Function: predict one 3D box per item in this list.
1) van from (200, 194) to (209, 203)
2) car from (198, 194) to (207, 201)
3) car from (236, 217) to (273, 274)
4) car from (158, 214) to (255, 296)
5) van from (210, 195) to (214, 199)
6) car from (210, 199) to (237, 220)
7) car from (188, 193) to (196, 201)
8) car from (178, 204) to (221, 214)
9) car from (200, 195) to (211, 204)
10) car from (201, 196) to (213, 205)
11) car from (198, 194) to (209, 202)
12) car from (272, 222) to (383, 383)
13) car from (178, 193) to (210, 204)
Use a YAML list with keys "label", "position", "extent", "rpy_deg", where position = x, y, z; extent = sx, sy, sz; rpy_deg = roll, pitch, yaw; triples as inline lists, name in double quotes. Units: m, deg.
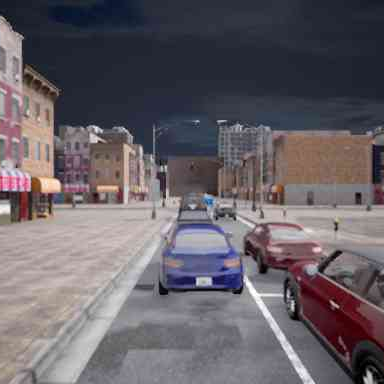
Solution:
- label: "van"
  position: [2.643, 1.405, 70.733]
  extent: [1.690, 1.788, 3.998]
  rpy_deg: [0, 0, 0]
- label: "car"
  position: [2.645, 1.414, 87.160]
  extent: [2.192, 1.841, 5.009]
  rpy_deg: [0, 0, 0]
- label: "car"
  position: [2.638, 1.574, 10.267]
  extent: [1.802, 1.307, 4.206]
  rpy_deg: [0, 0, 0]
- label: "car"
  position: [0.138, 1.519, 8.559]
  extent: [1.812, 1.442, 4.674]
  rpy_deg: [0, 0, -2]
- label: "van"
  position: [2.642, 1.376, 54.307]
  extent: [1.690, 1.788, 3.998]
  rpy_deg: [0, 0, 0]
- label: "car"
  position: [2.639, 1.549, 27.304]
  extent: [2.008, 1.369, 4.403]
  rpy_deg: [0, 0, 0]
- label: "car"
  position: [0.010, 1.310, 84.375]
  extent: [2.150, 2.045, 5.566]
  rpy_deg: [0, 0, 0]
- label: "car"
  position: [0.093, 1.539, 16.535]
  extent: [2.033, 1.411, 5.357]
  rpy_deg: [0, 0, 0]
- label: "car"
  position: [2.643, 1.494, 65.258]
  extent: [1.967, 1.590, 4.097]
  rpy_deg: [0, 0, 0]
- label: "car"
  position: [2.643, 1.484, 59.782]
  extent: [1.967, 1.590, 4.097]
  rpy_deg: [0, 0, 0]
- label: "car"
  position: [2.642, 1.391, 76.207]
  extent: [2.192, 1.841, 5.009]
  rpy_deg: [0, 0, 0]
- label: "car"
  position: [2.638, 1.436, 4.586]
  extent: [1.967, 1.590, 4.097]
  rpy_deg: [0, 0, 0]
- label: "car"
  position: [0.075, 1.219, 26.789]
  extent: [2.150, 2.045, 5.566]
  rpy_deg: [0, 0, 1]
